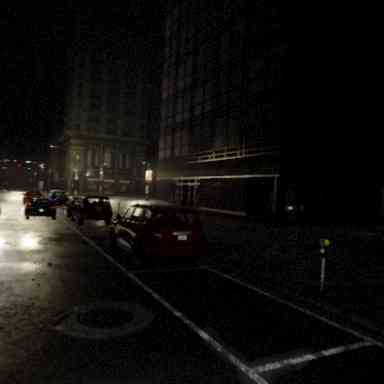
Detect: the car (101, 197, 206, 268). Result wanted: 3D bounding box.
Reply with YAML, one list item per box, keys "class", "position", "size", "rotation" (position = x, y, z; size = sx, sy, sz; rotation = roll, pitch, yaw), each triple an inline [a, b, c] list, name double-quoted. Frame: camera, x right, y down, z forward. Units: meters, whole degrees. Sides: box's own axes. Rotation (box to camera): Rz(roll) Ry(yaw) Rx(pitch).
- class: "car"
  position: [-1.356, 1.313, 11.396]
  size: [2.192, 1.841, 5.009]
  rotation: [3, 0, -27]

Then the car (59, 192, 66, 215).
- class: "car"
  position: [-9.104, 1.119, 26.466]
  size: [1.967, 1.590, 4.097]
  rotation: [3, 0, -27]

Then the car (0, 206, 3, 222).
- class: "car"
  position: [-11.516, 1.108, 18.161]
  size: [1.895, 1.301, 4.718]
  rotation: [3, 0, -27]

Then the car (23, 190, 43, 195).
- class: "car"
  position: [-18.203, 0.612, 38.137]
  size: [2.097, 1.767, 4.553]
  rotation: [3, 0, -27]

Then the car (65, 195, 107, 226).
- class: "car"
  position: [-6.517, 1.101, 21.443]
  size: [2.192, 1.841, 5.009]
  rotation: [3, 0, -27]

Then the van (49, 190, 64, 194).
- class: "van"
  position: [-16.841, 0.688, 41.538]
  size: [1.690, 1.788, 3.998]
  rotation: [3, 0, -27]

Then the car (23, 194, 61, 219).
- class: "car"
  position: [-10.913, 1.135, 23.914]
  size: [1.994, 1.385, 4.181]
  rotation: [3, 0, -27]

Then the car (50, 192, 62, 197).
- class: "car"
  position: [-14.272, 1.041, 36.513]
  size: [1.802, 1.307, 4.206]
  rotation: [3, 0, -27]
